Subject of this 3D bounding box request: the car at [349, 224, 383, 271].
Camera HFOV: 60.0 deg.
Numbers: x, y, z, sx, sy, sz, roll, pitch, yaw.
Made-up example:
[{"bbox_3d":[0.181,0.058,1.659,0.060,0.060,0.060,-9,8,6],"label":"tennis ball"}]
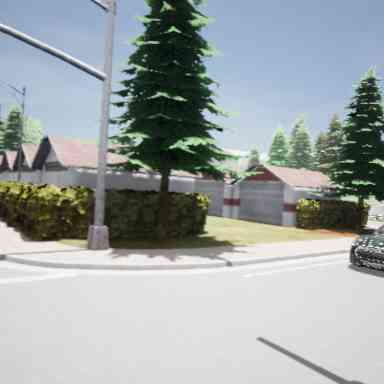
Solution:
[{"bbox_3d":[7.349,1.713,11.280,4.553,1.767,2.097,3,0,-37],"label":"car"}]
